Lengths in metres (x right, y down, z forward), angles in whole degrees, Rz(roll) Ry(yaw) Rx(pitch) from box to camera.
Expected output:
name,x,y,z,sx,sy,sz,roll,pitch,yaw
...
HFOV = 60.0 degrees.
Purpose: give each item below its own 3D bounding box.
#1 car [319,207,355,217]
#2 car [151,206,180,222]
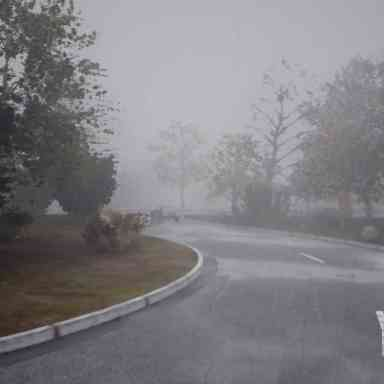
name,x,y,z,sx,sy,sz,roll,pitch,yaw
car,18.541,2.586,42.684,4.181,1.385,1.994,1,-1,-6
car,-2.578,2.031,31.813,2.033,1.411,5.357,1,-1,-18
